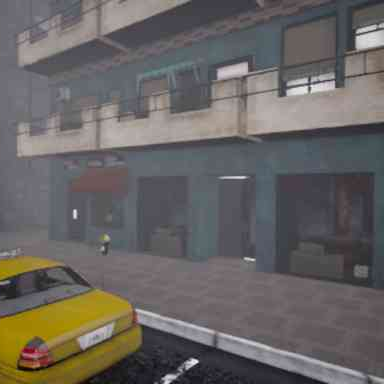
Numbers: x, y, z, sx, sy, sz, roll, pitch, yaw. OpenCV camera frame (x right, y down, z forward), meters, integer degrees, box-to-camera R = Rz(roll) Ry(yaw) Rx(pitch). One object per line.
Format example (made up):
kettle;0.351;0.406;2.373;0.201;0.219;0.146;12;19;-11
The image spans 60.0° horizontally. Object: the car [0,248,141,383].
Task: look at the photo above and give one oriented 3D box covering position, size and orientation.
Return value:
car;-2.912;1.525;4.939;4.829;1.417;1.752;0;1;36
